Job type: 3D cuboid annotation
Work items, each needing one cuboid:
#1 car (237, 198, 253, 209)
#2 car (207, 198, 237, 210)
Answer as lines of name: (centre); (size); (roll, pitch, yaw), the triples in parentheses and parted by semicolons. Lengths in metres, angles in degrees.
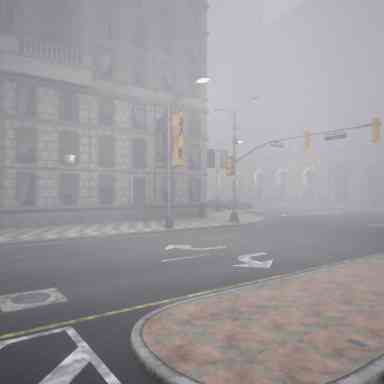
car: (6.224, 1.564, 44.813); (1.994, 1.385, 4.181); (0, 0, -36)
car: (3.282, 1.564, 42.907); (1.994, 1.385, 4.181); (0, 0, -36)
